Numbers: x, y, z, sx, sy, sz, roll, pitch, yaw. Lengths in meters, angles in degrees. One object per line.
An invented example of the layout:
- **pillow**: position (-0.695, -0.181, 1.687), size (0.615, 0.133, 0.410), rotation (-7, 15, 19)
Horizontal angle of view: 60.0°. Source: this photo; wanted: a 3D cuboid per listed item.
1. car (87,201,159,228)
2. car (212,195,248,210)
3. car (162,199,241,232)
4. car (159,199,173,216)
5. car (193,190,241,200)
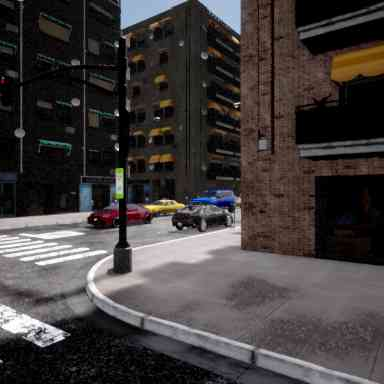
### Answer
- **car**: position (-4.346, 1.368, 20.600), size (1.994, 1.385, 4.181), rotation (0, 1, 36)
- **car**: position (4.235, 1.111, 36.505), size (1.752, 1.417, 4.829), rotation (1, 1, 36)
- **car**: position (0.680, 1.333, 18.282), size (2.008, 1.369, 4.403), rotation (1, 1, 36)
- **car**: position (-2.455, 1.252, 27.347), size (1.752, 1.417, 4.829), rotation (1, 1, 36)
- **car**: position (1.878, 0.894, 29.114), size (2.150, 2.045, 5.566), rotation (0, 1, 36)
